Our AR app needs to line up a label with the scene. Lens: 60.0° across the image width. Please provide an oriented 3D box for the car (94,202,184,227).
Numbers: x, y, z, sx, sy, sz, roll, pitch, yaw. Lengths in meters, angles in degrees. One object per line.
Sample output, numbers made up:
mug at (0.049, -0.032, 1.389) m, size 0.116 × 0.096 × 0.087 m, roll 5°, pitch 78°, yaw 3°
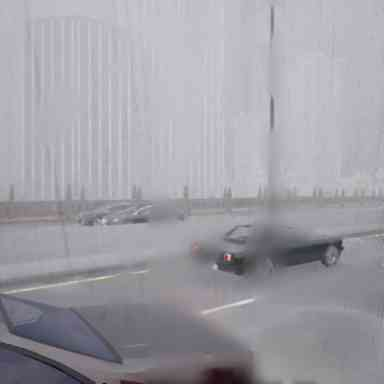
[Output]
car at (-2.741, 1.458, 19.152) m, size 4.902 × 1.511 × 2.128 m, roll 0°, pitch 0°, yaw -35°

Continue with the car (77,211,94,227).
car at (-5.010, 1.470, 21.837) m, size 4.892 × 1.490 × 1.837 m, roll 0°, pitch 0°, yaw -35°

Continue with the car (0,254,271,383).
car at (-1.926, 1.545, 2.360) m, size 5.357 × 1.411 × 2.033 m, roll 0°, pitch 0°, yaw -35°

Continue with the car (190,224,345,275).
car at (2.370, 1.579, 9.663) m, size 4.718 × 1.301 × 1.895 m, roll 0°, pitch 0°, yaw -35°
